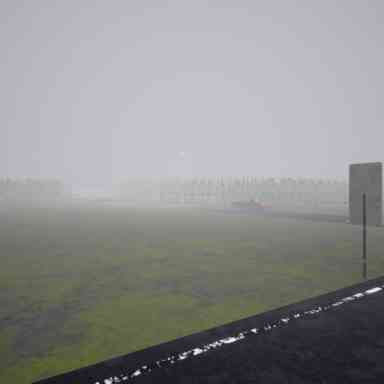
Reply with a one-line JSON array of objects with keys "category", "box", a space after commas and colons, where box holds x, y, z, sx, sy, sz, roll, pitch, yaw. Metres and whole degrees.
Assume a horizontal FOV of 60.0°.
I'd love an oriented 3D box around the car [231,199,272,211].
[{"category": "car", "box": [6.481, 1.397, 36.772, 1.895, 1.301, 4.718, 0, 1, -35]}]
